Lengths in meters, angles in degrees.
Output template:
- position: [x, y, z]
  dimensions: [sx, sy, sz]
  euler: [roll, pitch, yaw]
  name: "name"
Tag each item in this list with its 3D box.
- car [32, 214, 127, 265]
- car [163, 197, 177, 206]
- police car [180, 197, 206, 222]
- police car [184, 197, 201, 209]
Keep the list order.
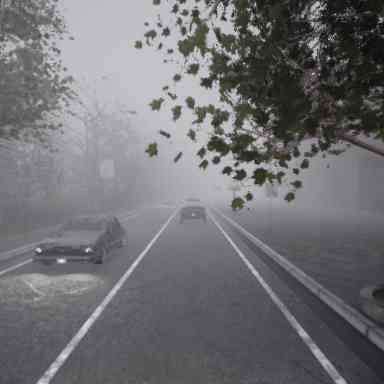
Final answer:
- position: [-3.604, 1.524, 11.852]
  dimensions: [2.033, 1.411, 5.357]
  euler: [0, 0, 0]
  name: "car"
- position: [-3.449, 1.439, 52.669]
  dimensions: [2.033, 1.411, 5.357]
  euler: [0, 0, 2]
  name: "car"
- position: [0.093, 1.375, 25.581]
  dimensions: [1.930, 1.638, 5.238]
  euler: [0, 0, 0]
  name: "police car"
- position: [0.100, 1.396, 43.032]
  dimensions: [2.038, 1.542, 4.974]
  euler: [0, -1, 0]
  name: "police car"
